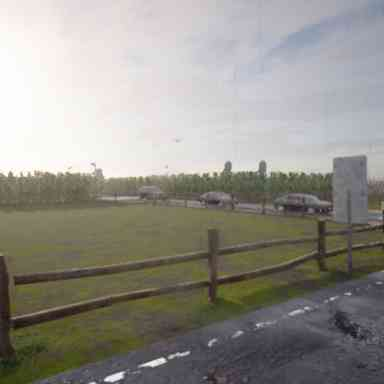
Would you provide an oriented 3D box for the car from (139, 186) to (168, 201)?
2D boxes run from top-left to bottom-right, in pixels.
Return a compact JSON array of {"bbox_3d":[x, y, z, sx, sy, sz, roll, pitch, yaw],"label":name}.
[{"bbox_3d":[-5.546,0.272,46.674,2.150,2.045,5.566,-2,3,-35],"label":"car"}]

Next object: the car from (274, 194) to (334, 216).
[{"bbox_3d":[8.632,0.937,25.897,1.837,1.490,4.892,-2,2,-33],"label":"car"}]

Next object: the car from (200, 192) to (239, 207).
[{"bbox_3d":[2.767,0.768,34.529,2.128,1.511,4.902,-2,2,-34],"label":"car"}]
